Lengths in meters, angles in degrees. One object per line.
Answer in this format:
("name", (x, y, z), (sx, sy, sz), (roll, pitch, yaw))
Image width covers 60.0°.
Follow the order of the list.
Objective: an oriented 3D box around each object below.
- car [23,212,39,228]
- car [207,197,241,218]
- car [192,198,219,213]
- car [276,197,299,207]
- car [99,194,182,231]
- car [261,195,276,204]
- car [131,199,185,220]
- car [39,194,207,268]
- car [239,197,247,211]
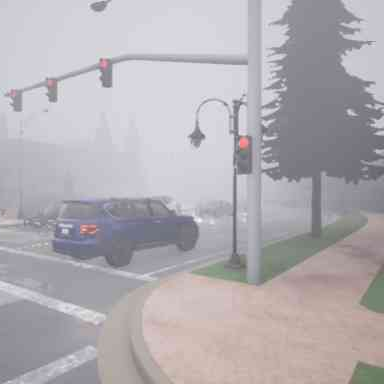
("car", (-7.999, 1.458, 20.924), (1.837, 1.490, 4.892), (0, 0, 35))
("car", (2.304, 1.507, 30.381), (2.033, 1.411, 5.357), (0, 0, 28))
("car", (1.602, 1.473, 37.734), (1.812, 1.442, 4.674), (0, 0, 18))
("car", (14.314, 1.434, 49.176), (1.882, 1.535, 5.008), (0, 0, 2))
("car", (-3.166, 1.183, 21.711), (2.150, 2.045, 5.566), (0, 0, 34))
("car", (13.471, 1.291, 59.895), (2.097, 1.767, 4.553), (0, 0, -10))
("car", (-2.812, 1.443, 28.661), (2.128, 1.511, 4.902), (0, 0, 32))
("car", (-2.009, 1.201, 11.587), (2.150, 2.045, 5.566), (-1, 0, 36))
("car", (5.871, 1.554, 39.828), (1.895, 1.301, 4.718), (0, 0, 14))
